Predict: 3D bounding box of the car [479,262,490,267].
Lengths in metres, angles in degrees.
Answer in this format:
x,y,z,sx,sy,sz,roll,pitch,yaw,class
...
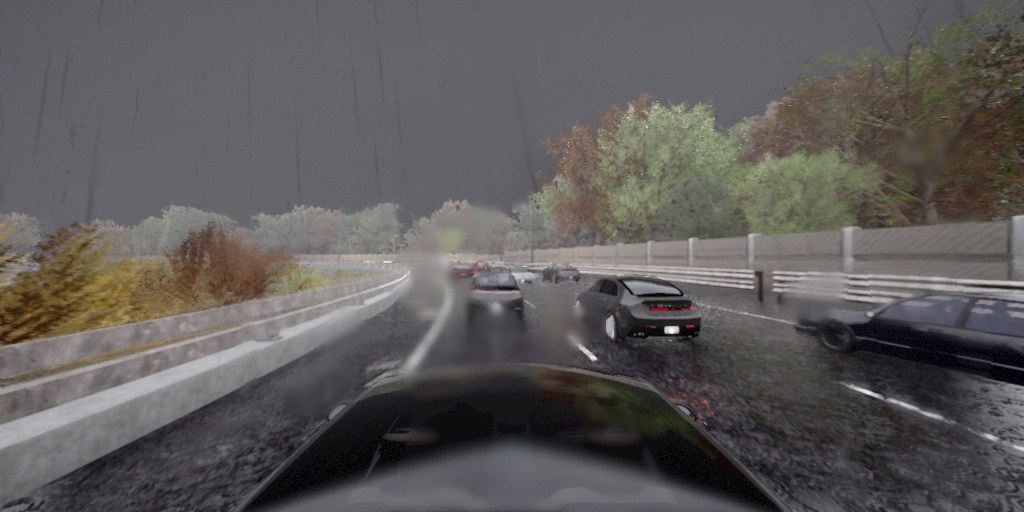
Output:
x,y,z,sx,sy,sz,roll,pitch,yaw,class
-4.481,1.562,50.890,1.812,1.442,4.674,0,0,-23,car

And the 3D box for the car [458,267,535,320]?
x,y,z,sx,sy,sz,roll,pitch,yaw,class
-0.667,1.305,12.890,2.128,1.511,4.902,0,0,-5,car

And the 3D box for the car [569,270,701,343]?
x,y,z,sx,sy,sz,roll,pitch,yaw,class
3.106,1.285,9.778,1.837,1.490,4.892,0,0,-4,car

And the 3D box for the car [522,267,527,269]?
x,y,z,sx,sy,sz,roll,pitch,yaw,class
0.211,1.491,27.646,1.895,1.301,4.718,0,0,-14,car

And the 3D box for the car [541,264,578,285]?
x,y,z,sx,sy,sz,roll,pitch,yaw,class
3.680,1.368,28.022,2.128,1.511,4.902,0,0,-13,car

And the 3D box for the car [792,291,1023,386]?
x,y,z,sx,sy,sz,roll,pitch,yaw,class
7.735,1.286,5.824,2.033,1.411,5.357,0,0,-10,car

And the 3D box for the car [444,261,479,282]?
x,y,z,sx,sy,sz,roll,pitch,yaw,class
-4.556,1.410,31.682,1.882,1.535,5.008,0,0,-16,car
